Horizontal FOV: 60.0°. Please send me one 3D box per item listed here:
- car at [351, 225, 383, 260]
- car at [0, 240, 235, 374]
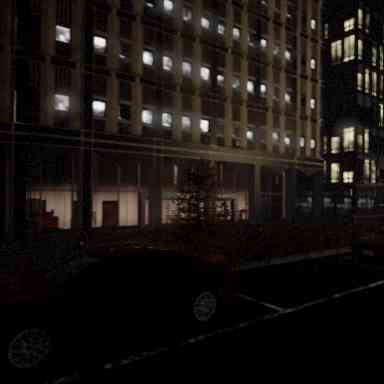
[{"bbox_3d":[7.576,1.649,11.964,4.829,1.417,1.752,1,0,-36],"label":"car"},{"bbox_3d":[-1.300,1.564,5.629,4.507,1.381,1.887,1,0,-36],"label":"car"}]
